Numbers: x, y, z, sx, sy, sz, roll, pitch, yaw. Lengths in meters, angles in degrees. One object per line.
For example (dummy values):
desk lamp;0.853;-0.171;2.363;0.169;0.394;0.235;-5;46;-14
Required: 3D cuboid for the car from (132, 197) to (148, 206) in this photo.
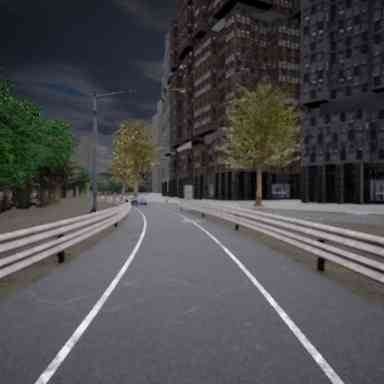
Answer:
car;-8.516;1.517;53.822;2.033;1.411;5.357;0;0;-20
